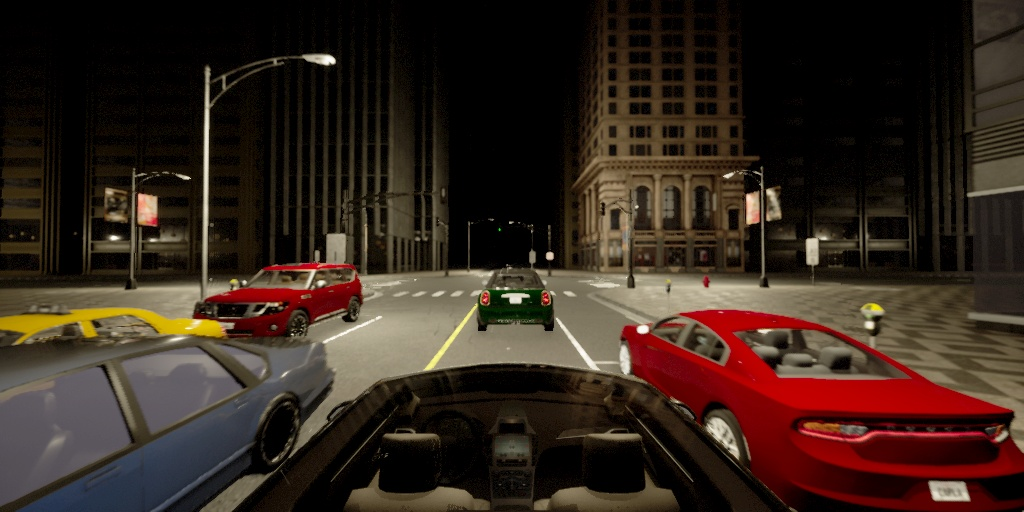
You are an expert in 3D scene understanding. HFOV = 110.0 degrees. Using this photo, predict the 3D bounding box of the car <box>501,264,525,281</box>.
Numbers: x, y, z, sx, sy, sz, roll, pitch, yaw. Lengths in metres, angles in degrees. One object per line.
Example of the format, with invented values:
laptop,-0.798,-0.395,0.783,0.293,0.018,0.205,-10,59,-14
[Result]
car,0.110,1.555,34.715,2.128,1.511,4.902,0,-1,0

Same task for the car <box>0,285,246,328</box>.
car,-5.858,1.300,4.239,1.751,1.417,4.829,0,0,0

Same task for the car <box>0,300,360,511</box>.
car,-3.082,1.301,2.075,2.033,1.411,5.357,0,-1,0

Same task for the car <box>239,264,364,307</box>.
car,-5.864,1.141,9.869,2.192,1.841,5.009,0,0,0

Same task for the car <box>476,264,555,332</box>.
car,0.090,1.192,11.412,2.097,1.767,4.553,0,-1,0

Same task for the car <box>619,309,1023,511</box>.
car,2.667,1.319,4.416,1.888,1.381,4.507,0,0,0
